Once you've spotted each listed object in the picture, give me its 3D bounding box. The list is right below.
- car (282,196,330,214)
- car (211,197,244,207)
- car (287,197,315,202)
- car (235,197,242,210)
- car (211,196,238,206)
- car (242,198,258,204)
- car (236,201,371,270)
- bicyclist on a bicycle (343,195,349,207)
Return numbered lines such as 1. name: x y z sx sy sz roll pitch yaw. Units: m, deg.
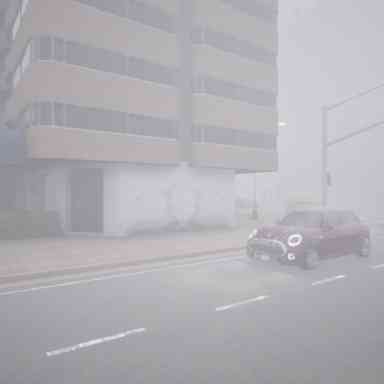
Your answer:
1. car: 12.379 1.352 36.341 2.097 1.767 4.553 0 0 -36
2. car: 5.445 1.547 52.182 2.033 1.411 5.357 0 0 -36
3. car: 11.268 1.478 31.912 1.882 1.535 5.008 0 0 -36
4. car: 3.667 1.477 42.417 1.882 1.535 5.008 0 0 -36
5. car: 5.620 1.491 57.932 2.128 1.511 4.902 0 0 -35
6. car: 6.714 1.478 44.156 1.882 1.535 5.008 0 0 -36
7. car: 3.960 1.352 11.113 4.553 1.767 2.097 0 0 -36
8. bicyclist on a bicycle: 22.047 1.301 47.669 1.656 1.620 0.582 0 0 -36
